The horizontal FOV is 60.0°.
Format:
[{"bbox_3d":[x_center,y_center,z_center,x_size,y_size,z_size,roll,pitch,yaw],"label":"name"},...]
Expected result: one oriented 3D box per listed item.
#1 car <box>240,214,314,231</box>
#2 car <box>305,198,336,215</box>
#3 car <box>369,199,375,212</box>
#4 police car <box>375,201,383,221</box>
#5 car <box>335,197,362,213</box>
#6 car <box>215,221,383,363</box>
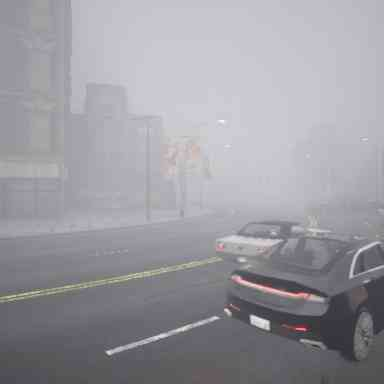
[{"bbox_3d":[2.880,1.593,10.855,1.895,1.301,4.718,0,0,42],"label":"car"},{"bbox_3d":[12.870,1.503,33.896,1.812,1.442,4.674,0,0,9],"label":"car"},{"bbox_3d":[19.580,1.577,32.800,1.895,1.301,4.718,0,0,11],"label":"car"},{"bbox_3d":[12.571,1.414,20.160,1.930,1.638,5.238,0,0,25],"label":"police car"},{"bbox_3d":[16.644,1.328,37.156,2.097,1.767,4.553,0,0,5],"label":"car"},{"bbox_3d":[2.693,1.488,5.953,4.902,1.511,2.128,0,0,-42],"label":"car"}]
